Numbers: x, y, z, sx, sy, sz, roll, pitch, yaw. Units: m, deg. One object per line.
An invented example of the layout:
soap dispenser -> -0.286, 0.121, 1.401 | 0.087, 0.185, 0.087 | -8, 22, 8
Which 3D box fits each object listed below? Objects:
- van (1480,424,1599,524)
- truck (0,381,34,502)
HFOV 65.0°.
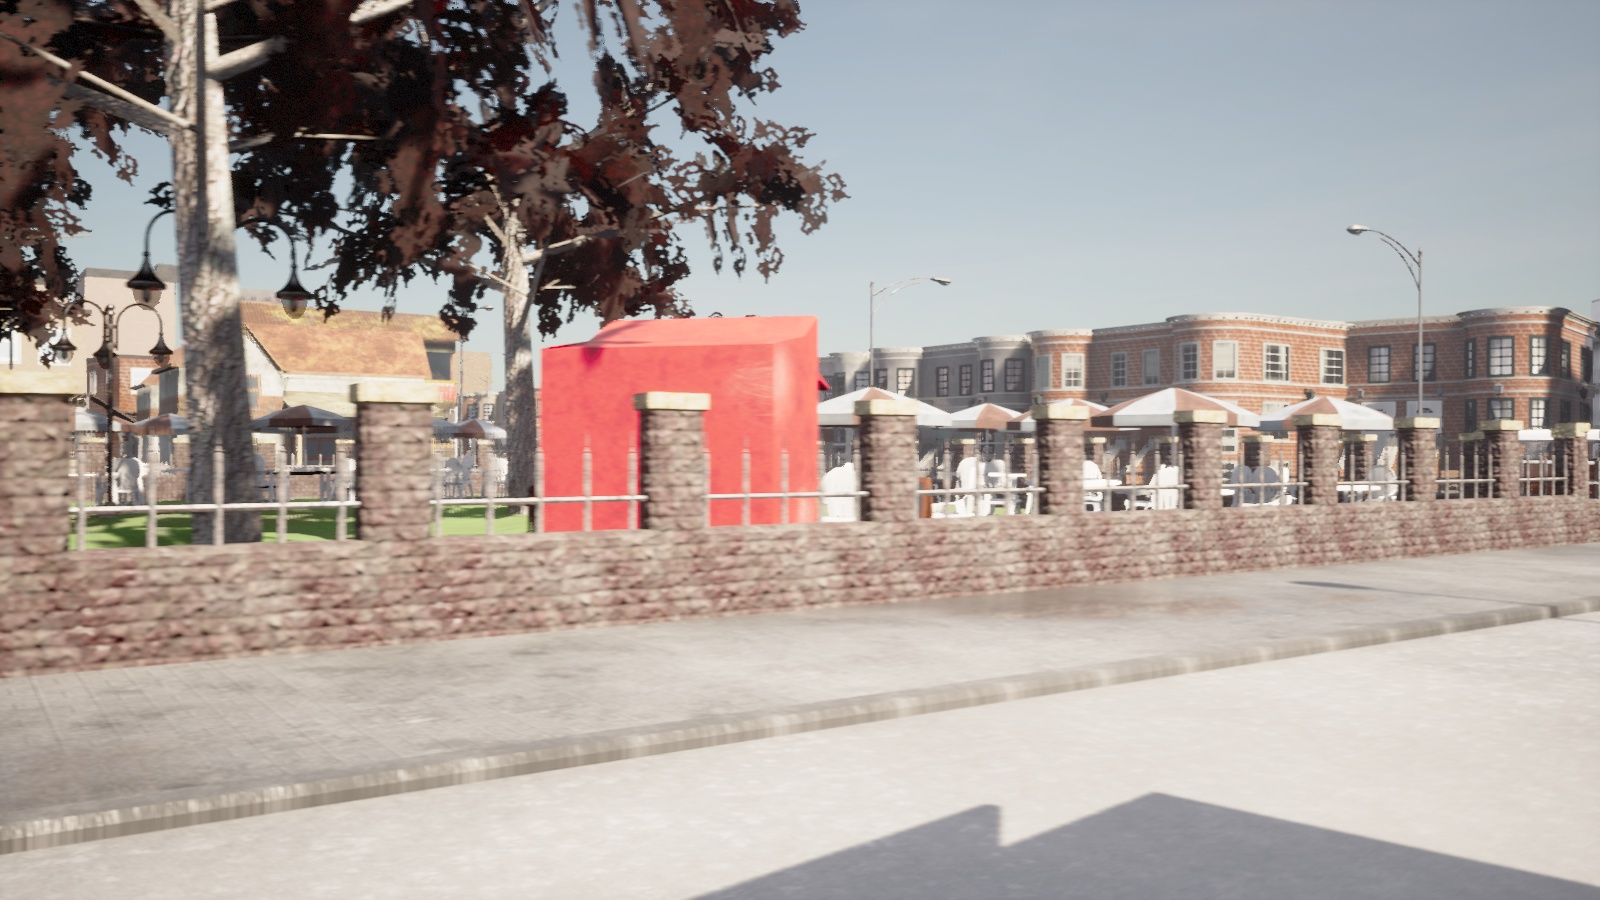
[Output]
van -> 17.191, 0.497, 26.585 | 2.069, 2.038, 4.480 | 0, 0, -34
truck -> -29.001, -0.262, 39.241 | 8.468, 3.827, 2.891 | 0, 0, -35
